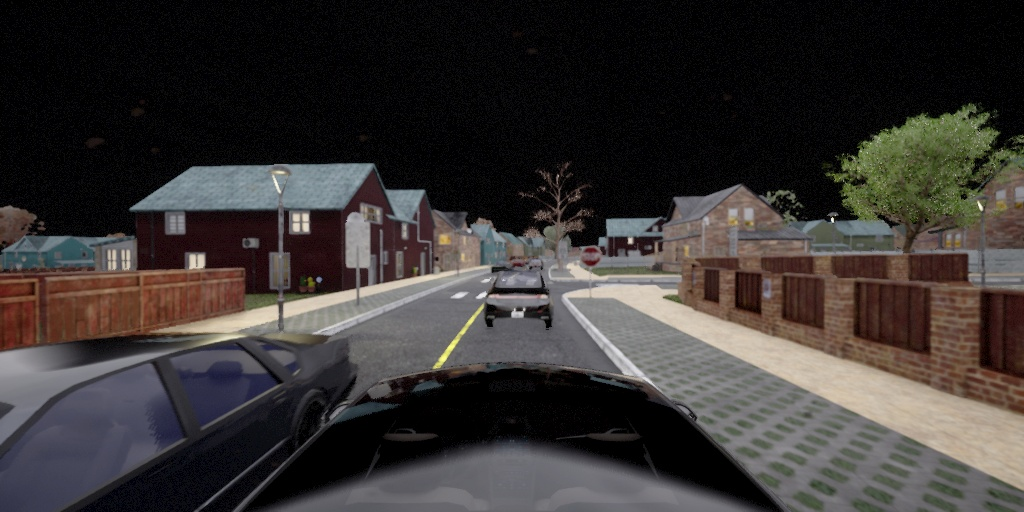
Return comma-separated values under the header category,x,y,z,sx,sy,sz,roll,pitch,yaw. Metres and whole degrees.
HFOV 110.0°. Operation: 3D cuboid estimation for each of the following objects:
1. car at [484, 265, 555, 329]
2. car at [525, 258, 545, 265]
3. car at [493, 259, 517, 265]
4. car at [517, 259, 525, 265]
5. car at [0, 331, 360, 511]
category,x,y,z,sx,sy,sz,roll,pitch,yaw
car,0.286,1.194,11.113,2.128,1.511,4.902,0,0,4
car,3.323,1.060,47.769,2.033,1.411,5.357,0,0,8
car,-0.968,1.167,36.476,1.895,1.301,4.718,0,0,6
car,0.809,1.091,50.860,1.895,1.301,4.718,0,0,8
car,-2.812,1.295,2.129,2.033,1.411,5.357,0,0,0
